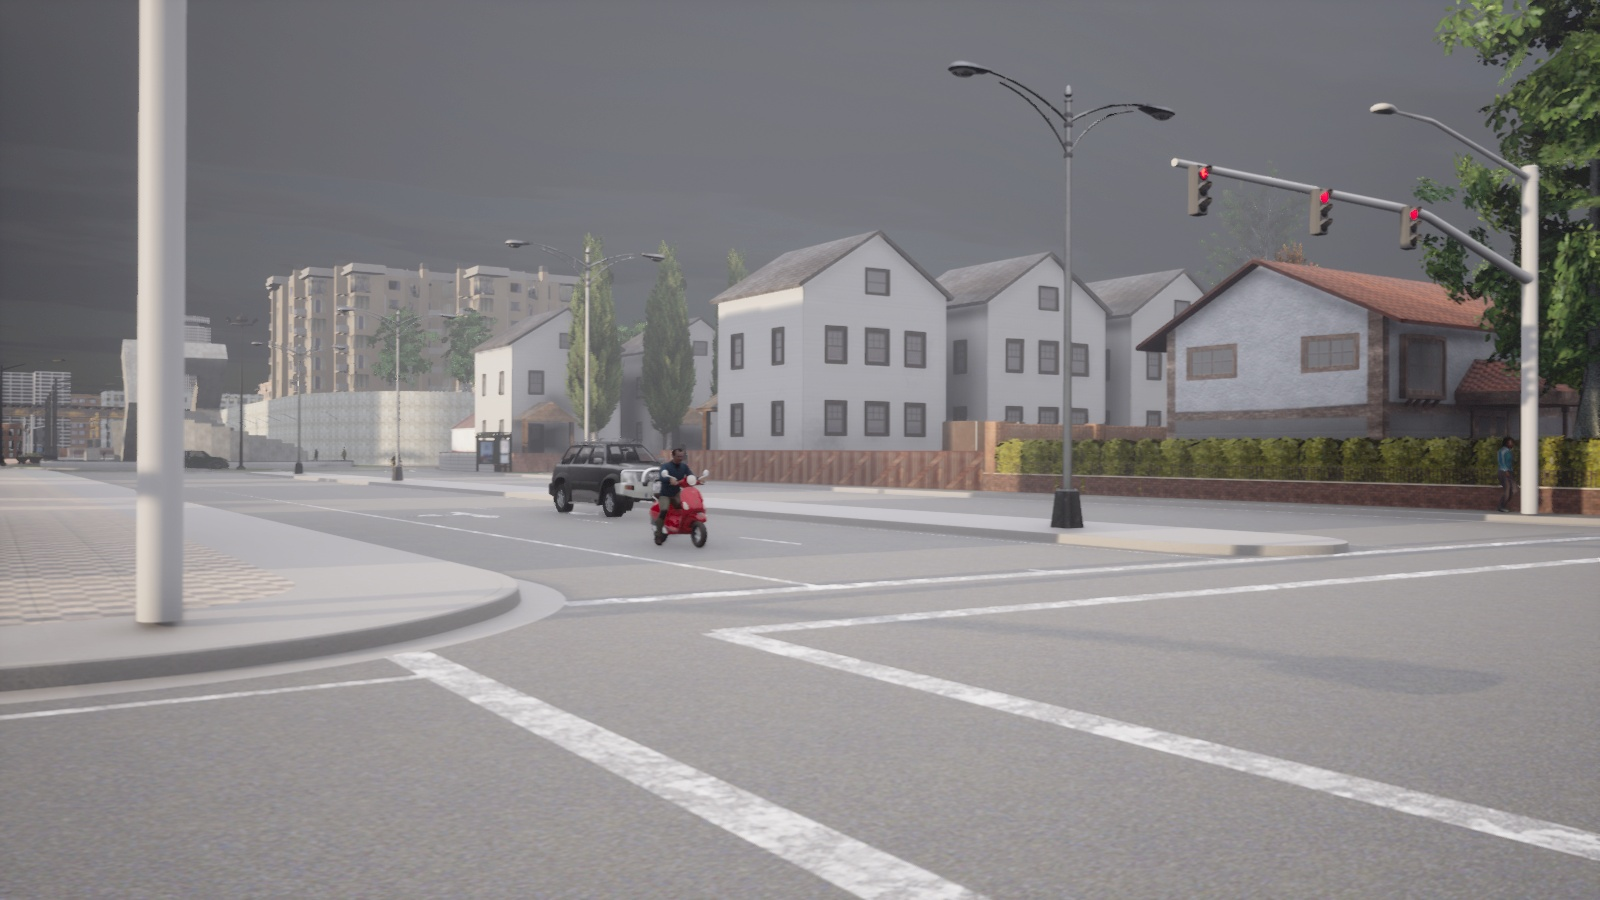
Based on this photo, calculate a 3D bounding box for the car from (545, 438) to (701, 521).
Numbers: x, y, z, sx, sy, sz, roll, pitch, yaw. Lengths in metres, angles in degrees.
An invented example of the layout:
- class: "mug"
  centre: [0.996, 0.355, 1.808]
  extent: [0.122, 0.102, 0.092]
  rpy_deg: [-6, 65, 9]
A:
- class: "car"
  centre: [-4.375, 0.668, 30.414]
  extent: [1.932, 1.855, 4.605]
  rpy_deg: [0, 0, -34]

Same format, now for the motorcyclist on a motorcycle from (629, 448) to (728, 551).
- class: "motorcyclist on a motorcycle"
  centre: [-2.007, 0.770, 20.503]
  extent: [0.866, 1.590, 1.817]
  rpy_deg: [0, 0, -34]

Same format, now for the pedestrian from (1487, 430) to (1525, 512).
- class: "pedestrian"
  centre: [16.759, 0.487, 29.812]
  extent: [0.396, 1.930, 0.692]
  rpy_deg: [0, 0, -34]
